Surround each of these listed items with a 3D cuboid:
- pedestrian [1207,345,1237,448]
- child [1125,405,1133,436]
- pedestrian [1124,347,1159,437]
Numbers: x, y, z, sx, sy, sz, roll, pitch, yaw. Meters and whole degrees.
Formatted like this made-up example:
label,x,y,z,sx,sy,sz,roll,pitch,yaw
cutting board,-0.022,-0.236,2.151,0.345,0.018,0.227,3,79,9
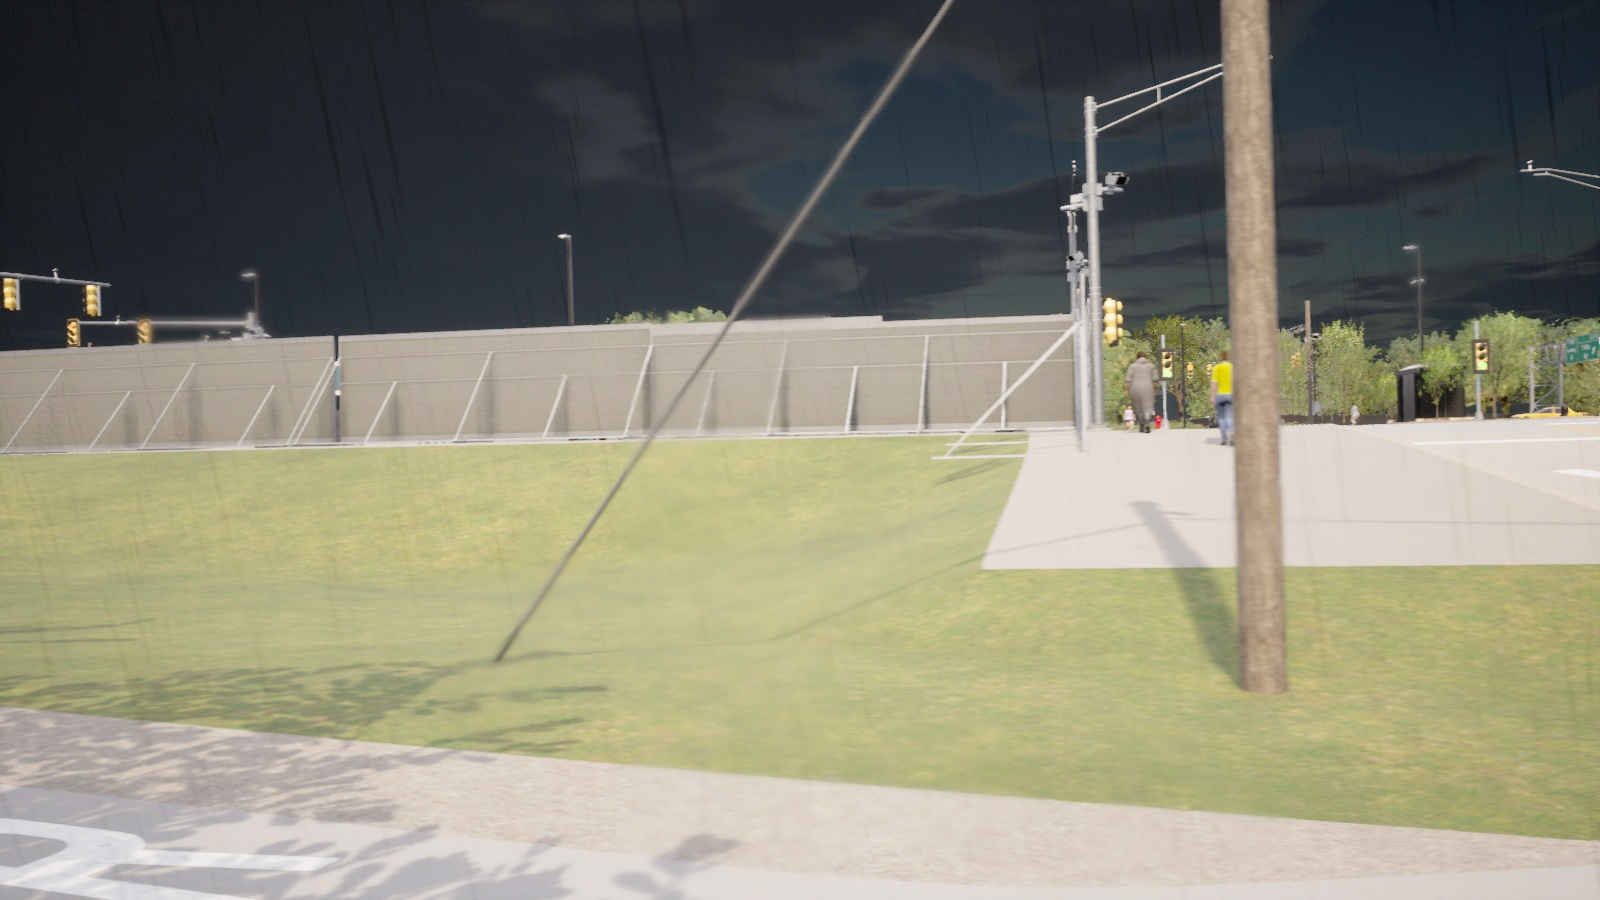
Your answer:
label,x,y,z,sx,sy,sz,roll,pitch,yaw
pedestrian,7.727,-0.967,22.992,0.354,1.836,0.706,-1,0,7
child,11.656,-1.046,44.525,0.255,1.110,0.394,-1,0,14
pedestrian,7.588,-1.268,27.927,0.659,1.952,0.873,-1,0,12
